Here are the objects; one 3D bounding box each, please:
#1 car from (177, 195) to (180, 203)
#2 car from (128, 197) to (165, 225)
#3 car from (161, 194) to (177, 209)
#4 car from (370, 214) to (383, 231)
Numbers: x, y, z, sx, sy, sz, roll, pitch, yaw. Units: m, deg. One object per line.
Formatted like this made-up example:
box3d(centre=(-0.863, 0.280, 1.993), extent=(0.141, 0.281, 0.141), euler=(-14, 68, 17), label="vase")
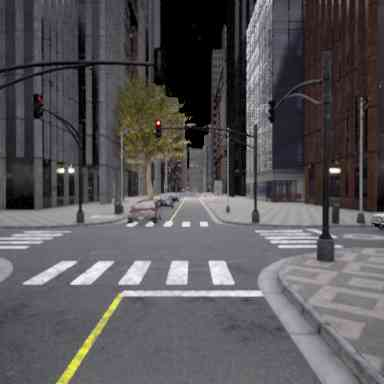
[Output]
box3d(centre=(-3.054, 1.069, 55.446), extent=(1.895, 1.301, 4.718), euler=(0, 1, 0), label="car")
box3d(centre=(-3.091, 1.309, 22.495), extent=(1.812, 1.442, 4.674), euler=(0, 1, 0), label="car")
box3d(centre=(-3.092, 1.198, 38.209), extent=(1.994, 1.385, 4.181), euler=(0, 0, 0), label="car")
box3d(centre=(11.642, 1.390, 16.699), extent=(4.718, 1.301, 1.895), euler=(0, 1, 0), label="car")
